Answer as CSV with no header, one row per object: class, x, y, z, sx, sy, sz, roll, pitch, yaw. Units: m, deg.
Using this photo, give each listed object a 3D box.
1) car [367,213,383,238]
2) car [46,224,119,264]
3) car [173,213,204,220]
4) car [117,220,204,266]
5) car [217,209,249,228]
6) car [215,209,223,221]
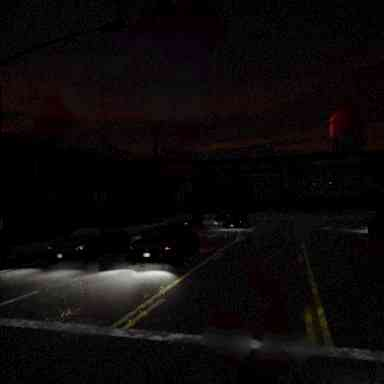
car,11.926,1.965,19.984,1.837,1.490,4.892,-2,-3,17
car,-4.336,2.192,14.791,1.812,1.442,4.674,-2,-2,16
car,-0.375,2.499,27.961,1.882,1.535,5.008,-2,-2,17
car,-1.025,2.096,13.695,1.994,1.385,4.181,-2,-2,17
car,4.153,2.540,30.837,2.033,1.411,5.357,-2,-2,17
car,4.379,2.953,43.400,1.882,1.535,5.008,-2,-2,17
